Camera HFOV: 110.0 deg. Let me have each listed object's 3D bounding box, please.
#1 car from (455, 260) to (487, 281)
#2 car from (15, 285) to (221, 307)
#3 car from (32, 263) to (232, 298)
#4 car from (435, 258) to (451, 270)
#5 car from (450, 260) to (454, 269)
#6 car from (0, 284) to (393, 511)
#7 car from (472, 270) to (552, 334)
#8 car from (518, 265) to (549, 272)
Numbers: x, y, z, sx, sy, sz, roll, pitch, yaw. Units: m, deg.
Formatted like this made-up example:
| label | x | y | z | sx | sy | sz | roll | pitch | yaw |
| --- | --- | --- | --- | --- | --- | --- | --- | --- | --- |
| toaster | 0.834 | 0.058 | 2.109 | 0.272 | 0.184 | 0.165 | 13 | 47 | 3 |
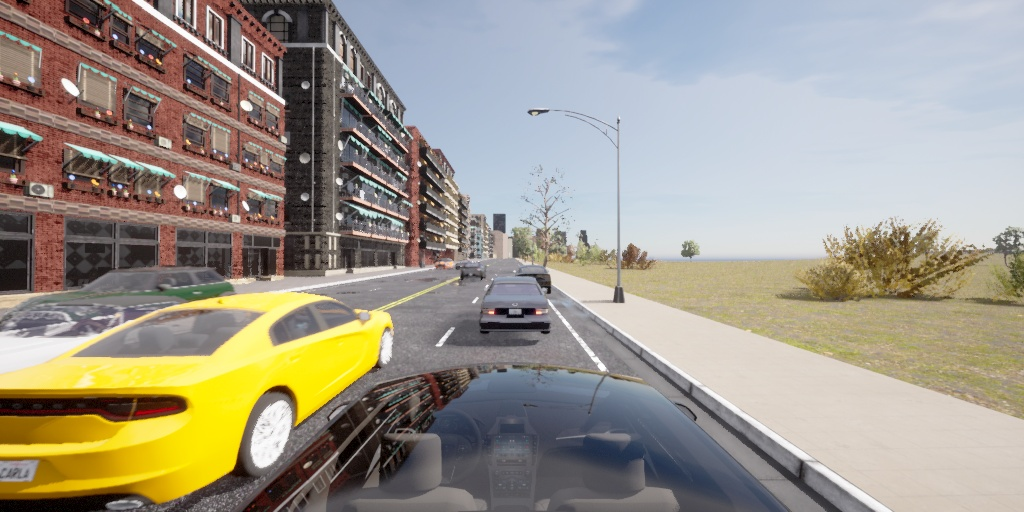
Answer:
| label | x | y | z | sx | sy | sz | roll | pitch | yaw |
| --- | --- | --- | --- | --- | --- | --- | --- | --- | --- |
| car | -3.192 | 1.242 | 30.204 | 2.128 | 1.511 | 4.902 | 0 | 0 | 0 |
| car | -6.606 | 1.351 | 5.568 | 1.895 | 1.301 | 4.718 | 0 | 0 | 0 |
| car | -9.863 | 1.103 | 9.584 | 2.097 | 1.767 | 4.553 | 0 | 0 | 0 |
| car | -9.918 | 1.102 | 52.598 | 2.097 | 1.767 | 4.553 | 0 | 0 | 0 |
| car | -6.668 | 1.242 | 49.389 | 2.128 | 1.511 | 4.902 | 0 | 0 | 0 |
| car | -3.156 | 1.228 | 4.756 | 1.882 | 1.535 | 5.008 | 0 | 0 | 0 |
| car | 0.089 | 1.299 | 10.597 | 2.033 | 1.411 | 5.357 | 0 | 0 | 0 |
| car | 1.109 | 1.230 | 20.361 | 1.882 | 1.535 | 5.008 | 0 | 0 | 0 |
